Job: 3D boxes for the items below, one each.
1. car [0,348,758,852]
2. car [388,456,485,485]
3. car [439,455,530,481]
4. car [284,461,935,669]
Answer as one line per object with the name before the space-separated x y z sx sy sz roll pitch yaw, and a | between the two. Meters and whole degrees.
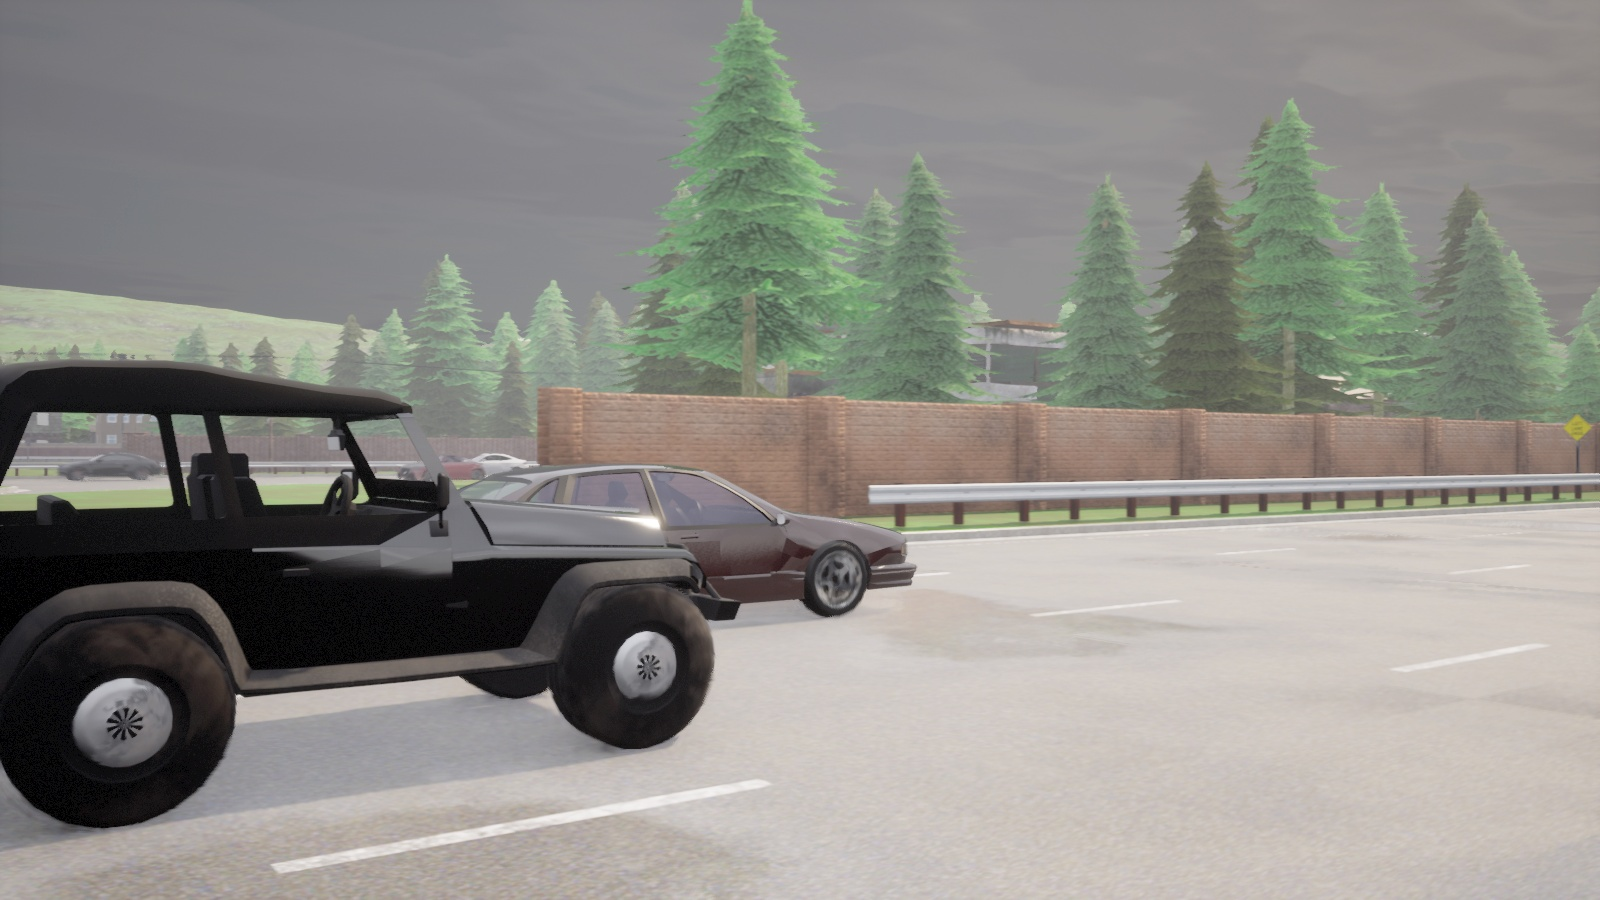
car | -2.352 0.561 6.287 3.866 1.878 1.905 0 0 -35
car | -17.868 0.998 61.867 1.994 1.385 4.181 0 0 43
car | -18.019 0.985 71.789 4.674 1.442 1.812 0 0 -35
car | -1.512 0.823 11.135 5.357 1.411 2.033 0 0 -35
